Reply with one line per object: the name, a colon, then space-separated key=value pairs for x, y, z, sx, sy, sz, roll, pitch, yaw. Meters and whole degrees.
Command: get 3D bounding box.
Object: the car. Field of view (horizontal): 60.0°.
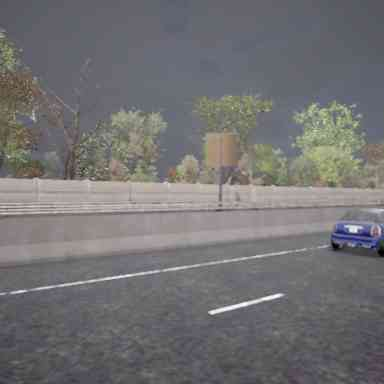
car: x=7.799 y=1.487 z=13.742 sx=4.553 sy=1.767 sz=2.097 roll=1 pitch=-1 yaw=-35
